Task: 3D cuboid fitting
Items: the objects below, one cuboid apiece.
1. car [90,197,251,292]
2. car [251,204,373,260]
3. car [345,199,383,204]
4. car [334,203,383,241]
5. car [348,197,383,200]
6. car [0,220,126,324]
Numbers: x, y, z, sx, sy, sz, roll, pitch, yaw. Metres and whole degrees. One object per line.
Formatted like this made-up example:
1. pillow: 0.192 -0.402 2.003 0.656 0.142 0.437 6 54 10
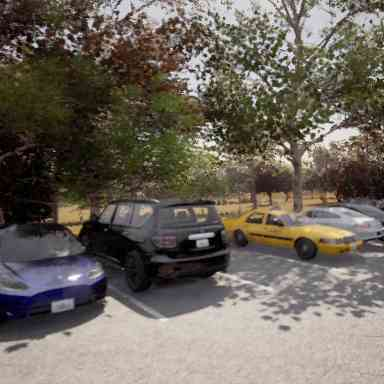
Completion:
1. car: -1.330 1.167 9.147 2.435 2.045 5.566 -1 1 -36
2. car: 3.307 1.333 12.192 1.946 1.575 5.366 -1 1 -35
3. car: 7.726 1.284 15.537 2.163 1.488 4.792 -1 1 -35
4. car: 5.456 1.335 13.950 2.002 1.452 4.674 -1 1 -35
5. car: 9.842 1.089 17.121 2.185 1.767 4.553 -1 1 -36
6. car: -3.547 1.489 7.495 2.163 1.488 4.792 -1 1 -36
